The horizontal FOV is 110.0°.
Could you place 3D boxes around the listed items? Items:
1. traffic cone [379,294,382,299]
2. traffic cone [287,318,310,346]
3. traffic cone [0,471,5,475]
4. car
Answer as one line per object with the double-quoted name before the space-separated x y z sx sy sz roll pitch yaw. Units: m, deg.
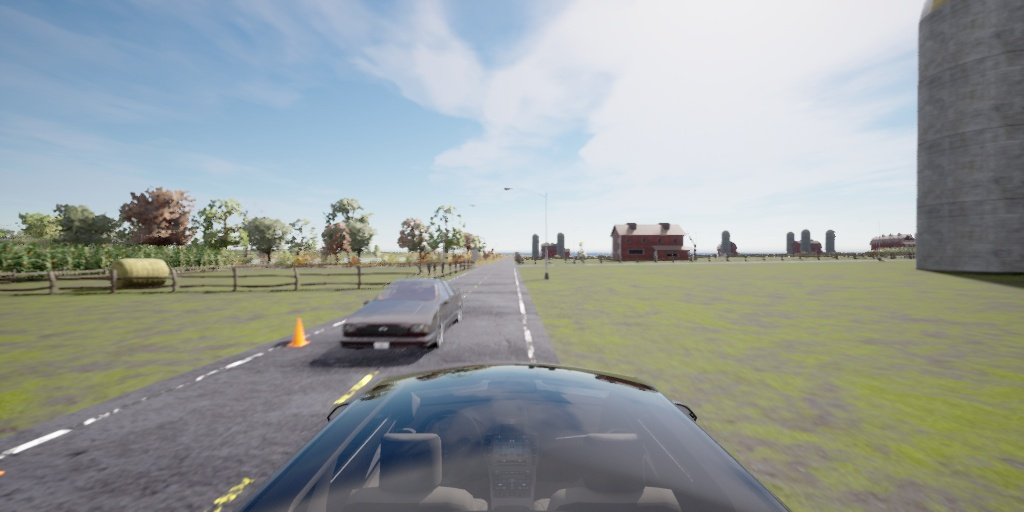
"traffic cone" -4.827 1.703 13.129 0.340 0.580 0.340 0 0 0
"traffic cone" -4.827 1.704 8.129 0.340 0.580 0.340 0 0 0
"traffic cone" -4.825 1.705 3.129 0.340 0.580 0.340 0 0 0
"car" -2.451 1.296 9.415 2.033 1.411 5.357 0 0 0
